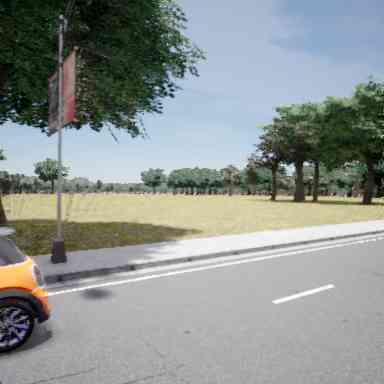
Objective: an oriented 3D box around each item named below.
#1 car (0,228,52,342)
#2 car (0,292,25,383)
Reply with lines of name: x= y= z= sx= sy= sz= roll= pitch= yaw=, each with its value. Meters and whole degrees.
car: x=-4.461 y=1.352 z=4.496 sx=4.553 sy=1.767 sz=2.097 roll=0 pitch=0 yaw=-36
car: x=-3.384 y=1.601 z=1.271 sx=4.718 sy=1.301 sz=1.895 roll=0 pitch=0 yaw=-36
